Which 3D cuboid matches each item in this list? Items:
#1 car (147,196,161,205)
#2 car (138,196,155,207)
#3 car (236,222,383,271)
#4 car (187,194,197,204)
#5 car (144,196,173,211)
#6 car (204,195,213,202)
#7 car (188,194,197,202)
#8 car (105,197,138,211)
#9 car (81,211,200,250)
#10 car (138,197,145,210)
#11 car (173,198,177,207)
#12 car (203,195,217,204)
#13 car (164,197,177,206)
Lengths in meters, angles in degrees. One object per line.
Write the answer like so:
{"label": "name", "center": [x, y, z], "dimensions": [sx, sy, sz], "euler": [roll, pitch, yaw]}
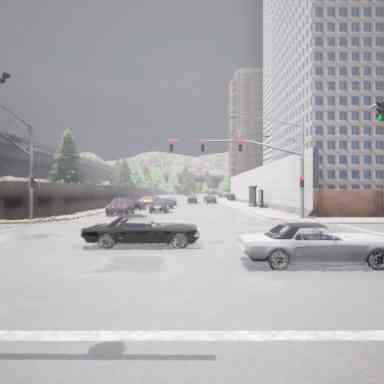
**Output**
{"label": "car", "center": [-6.973, 1.471, 61.449], "dimensions": [1.882, 1.535, 5.008], "euler": [0, 0, 1]}
{"label": "car", "center": [-7.012, 1.472, 51.376], "dimensions": [1.882, 1.535, 5.008], "euler": [0, 0, 0]}
{"label": "car", "center": [3.866, 1.634, 10.449], "dimensions": [4.718, 1.301, 1.895], "euler": [0, 0, 0]}
{"label": "car", "center": [0.094, 1.471, 64.245], "dimensions": [1.882, 1.535, 5.008], "euler": [0, 0, 0]}
{"label": "car", "center": [-3.535, 1.488, 36.458], "dimensions": [2.128, 1.511, 4.902], "euler": [0, 0, 0]}
{"label": "car", "center": [3.610, 1.492, 74.516], "dimensions": [1.837, 1.490, 4.892], "euler": [0, 0, 0]}
{"label": "car", "center": [0.109, 1.320, 74.467], "dimensions": [1.837, 1.490, 4.892], "euler": [0, 0, 0]}
{"label": "car", "center": [-7.045, 1.348, 32.874], "dimensions": [2.097, 1.767, 4.553], "euler": [0, 0, 0]}
{"label": "car", "center": [-2.028, 1.628, 13.946], "dimensions": [4.718, 1.301, 1.895], "euler": [0, 0, 0]}
{"label": "car", "center": [-7.032, 1.596, 41.860], "dimensions": [1.895, 1.301, 4.718], "euler": [0, 0, 0]}
{"label": "car", "center": [-3.531, 1.559, 45.378], "dimensions": [1.994, 1.385, 4.181], "euler": [0, 0, -1]}
{"label": "car", "center": [3.694, 1.499, 64.046], "dimensions": [1.837, 1.490, 4.892], "euler": [0, 0, 0]}
{"label": "car", "center": [-3.496, 1.595, 55.360], "dimensions": [1.895, 1.301, 4.718], "euler": [0, 0, 0]}
